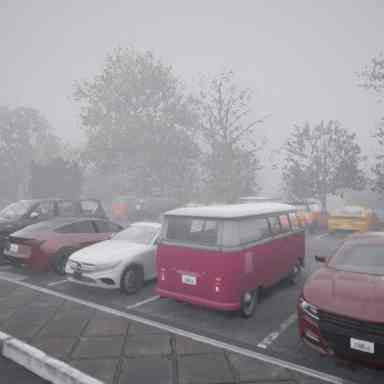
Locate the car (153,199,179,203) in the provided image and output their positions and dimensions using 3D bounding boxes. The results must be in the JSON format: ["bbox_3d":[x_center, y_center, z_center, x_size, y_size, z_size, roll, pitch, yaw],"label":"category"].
[{"bbox_3d":[-0.177,1.503,24.275,1.946,1.575,5.366,0,0,36],"label":"car"}]

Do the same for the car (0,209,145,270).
[{"bbox_3d":[-3.347,1.527,10.713,2.163,1.488,4.792,0,0,36],"label":"car"}]

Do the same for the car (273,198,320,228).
[{"bbox_3d":[6.661,1.367,19.555,2.185,1.767,4.553,0,0,36],"label":"car"}]

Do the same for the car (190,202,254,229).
[{"bbox_3d":[2.175,1.502,22.806,2.231,1.521,4.892,0,0,36],"label":"car"}]

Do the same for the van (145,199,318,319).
[{"bbox_3d":[1.213,1.264,7.546,1.878,1.987,4.442,0,0,36],"label":"van"}]

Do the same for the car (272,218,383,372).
[{"bbox_3d":[3.404,1.486,5.837,2.097,1.535,5.008,0,0,36],"label":"car"}]

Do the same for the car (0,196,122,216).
[{"bbox_3d":[-5.636,1.250,12.286,2.435,2.045,5.566,0,0,36],"label":"car"}]

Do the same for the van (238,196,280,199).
[{"bbox_3d":[4.498,1.271,21.290,1.878,1.987,4.442,0,0,36],"label":"van"}]

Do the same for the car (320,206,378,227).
[{"bbox_3d":[8.826,1.489,18.033,2.097,1.535,5.008,0,0,36],"label":"car"}]

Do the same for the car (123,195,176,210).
[{"bbox_3d":[-2.303,1.265,26.063,2.435,2.045,5.566,-1,0,36],"label":"car"}]

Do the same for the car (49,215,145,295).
[{"bbox_3d":[-1.108,1.533,9.073,2.002,1.452,4.674,0,0,36],"label":"car"}]
